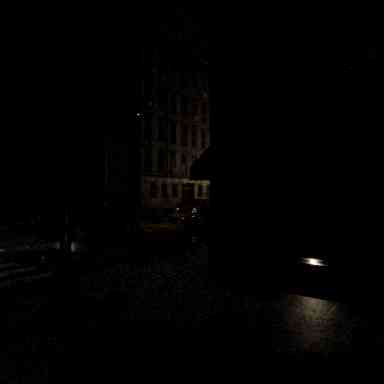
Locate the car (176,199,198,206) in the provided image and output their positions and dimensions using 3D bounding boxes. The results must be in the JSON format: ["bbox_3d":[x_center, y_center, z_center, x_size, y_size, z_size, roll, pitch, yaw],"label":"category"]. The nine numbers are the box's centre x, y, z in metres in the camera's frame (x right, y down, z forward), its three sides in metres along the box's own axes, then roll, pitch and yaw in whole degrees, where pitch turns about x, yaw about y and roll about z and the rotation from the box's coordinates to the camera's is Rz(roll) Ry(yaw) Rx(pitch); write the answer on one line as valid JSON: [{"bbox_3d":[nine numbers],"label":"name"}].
[{"bbox_3d":[0.605,1.321,25.996,2.097,1.767,4.553,0,0,35],"label":"car"}]

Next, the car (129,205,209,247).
[{"bbox_3d":[-0.378,1.530,15.185,1.752,1.417,4.829,0,0,36],"label":"car"}]

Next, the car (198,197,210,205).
[{"bbox_3d":[2.826,1.314,19.667,2.192,1.841,5.009,0,0,36],"label":"car"}]

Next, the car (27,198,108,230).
[{"bbox_3d":[-7.001,1.282,19.718,2.192,1.841,5.009,0,0,36],"label":"car"}]

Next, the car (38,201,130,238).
[{"bbox_3d":[-5.229,1.457,17.827,1.882,1.535,5.008,0,0,34],"label":"car"}]

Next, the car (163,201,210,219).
[{"bbox_3d":[-0.402,1.521,28.961,1.947,1.339,4.313,0,0,36],"label":"car"}]
